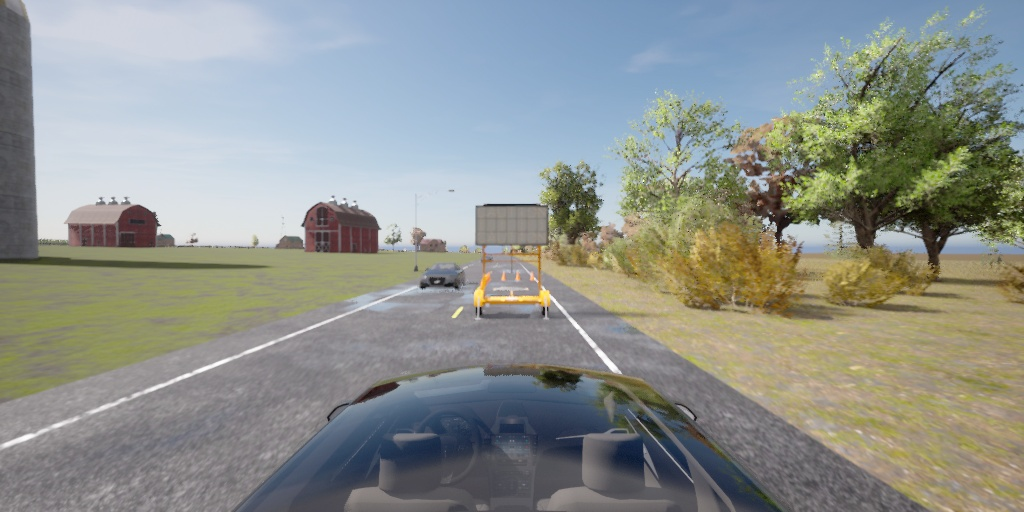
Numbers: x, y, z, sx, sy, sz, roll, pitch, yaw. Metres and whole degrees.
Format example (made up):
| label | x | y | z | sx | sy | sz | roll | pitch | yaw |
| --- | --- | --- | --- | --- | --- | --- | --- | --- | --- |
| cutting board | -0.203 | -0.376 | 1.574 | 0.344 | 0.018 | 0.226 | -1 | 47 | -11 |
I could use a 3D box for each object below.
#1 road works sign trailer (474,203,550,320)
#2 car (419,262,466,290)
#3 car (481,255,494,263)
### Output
| label | x | y | z | sx | sy | sz | roll | pitch | yaw |
| --- | --- | --- | --- | --- | --- | --- | --- | --- | --- |
| road works sign trailer | -0.003 | 0.060 | 11.927 | 2.380 | 3.560 | 2.880 | 0 | 0 | -1 |
| car | -3.661 | 1.046 | 19.511 | 1.994 | 1.385 | 4.181 | 0 | 1 | 0 |
| car | -4.164 | 0.357 | 60.879 | 2.128 | 1.511 | 4.902 | 0 | 1 | -1 |
